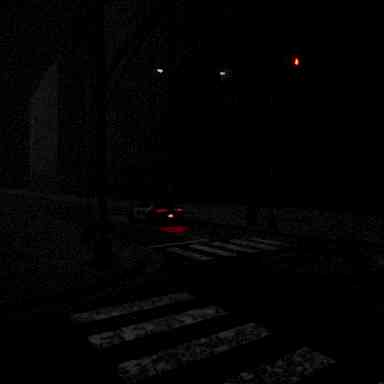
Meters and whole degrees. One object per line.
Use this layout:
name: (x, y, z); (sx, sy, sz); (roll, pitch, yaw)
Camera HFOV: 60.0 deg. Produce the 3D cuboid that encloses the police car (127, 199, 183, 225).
police car: (-2.660, 1.264, 21.992); (2.038, 1.542, 4.974); (-1, 1, -35)
